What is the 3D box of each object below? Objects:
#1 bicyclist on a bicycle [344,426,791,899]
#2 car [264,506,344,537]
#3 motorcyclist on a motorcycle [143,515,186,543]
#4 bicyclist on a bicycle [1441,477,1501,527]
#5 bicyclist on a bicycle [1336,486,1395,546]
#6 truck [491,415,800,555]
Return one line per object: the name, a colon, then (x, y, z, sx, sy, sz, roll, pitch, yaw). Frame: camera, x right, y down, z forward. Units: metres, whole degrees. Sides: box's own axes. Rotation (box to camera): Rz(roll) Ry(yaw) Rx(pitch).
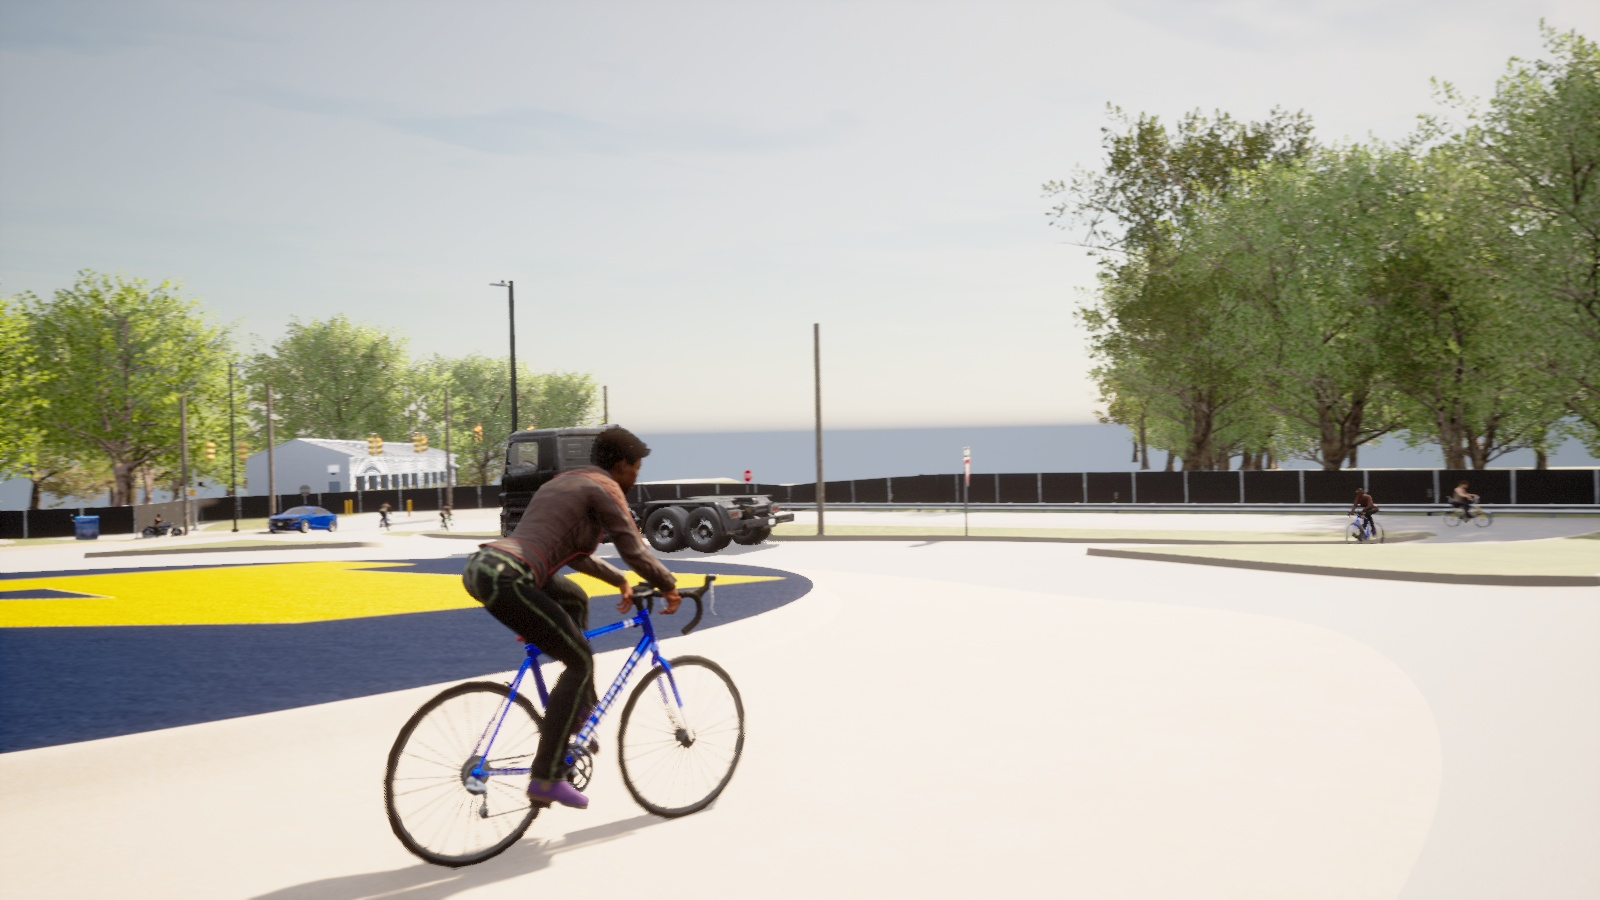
bicyclist on a bicycle: (-0.853, 0.739, 4.917, 1.656, 1.620, 0.582, 0, -1, -42)
car: (-26.760, 3.893, 67.922, 1.882, 1.535, 5.008, -2, -5, 6)
motorcyclist on a motorcycle: (-39.729, 4.939, 78.518, 2.350, 1.649, 0.766, -1, 1, -23)
bicyclist on a bicycle: (22.532, 1.727, 42.178, 0.866, 1.612, 1.509, -3, 0, -43)
bicyclist on a bicycle: (15.600, 1.824, 34.631, 1.656, 1.620, 0.582, 1, -3, -30)
truck: (-4.253, 0.962, 34.110, 7.936, 3.462, 2.891, -2, 0, 27)
